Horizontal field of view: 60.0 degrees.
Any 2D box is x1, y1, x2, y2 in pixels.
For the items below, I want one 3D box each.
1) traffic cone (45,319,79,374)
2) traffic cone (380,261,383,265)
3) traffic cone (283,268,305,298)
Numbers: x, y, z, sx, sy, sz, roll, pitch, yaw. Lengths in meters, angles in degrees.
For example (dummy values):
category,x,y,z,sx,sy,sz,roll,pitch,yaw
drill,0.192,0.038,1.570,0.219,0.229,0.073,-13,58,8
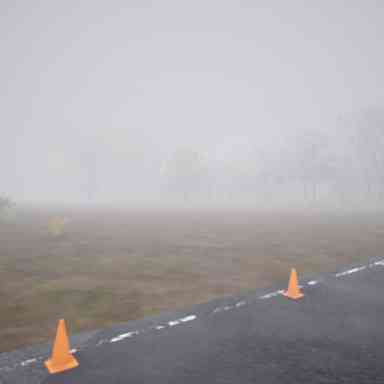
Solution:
category,x,y,z,sx,sy,sz,roll,pitch,yaw
traffic cone,-1.703,1.968,4.363,0.340,0.580,0.340,0,0,-36
traffic cone,6.110,1.981,10.376,0.340,0.580,0.340,0,0,-39
traffic cone,2.242,1.975,7.319,0.340,0.580,0.340,0,0,-38
